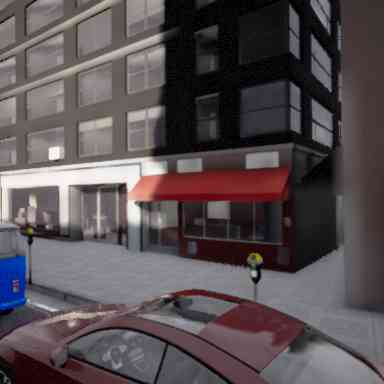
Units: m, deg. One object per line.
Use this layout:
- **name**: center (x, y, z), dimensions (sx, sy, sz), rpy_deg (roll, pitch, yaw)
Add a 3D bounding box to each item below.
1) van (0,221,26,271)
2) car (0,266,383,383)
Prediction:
- **van**: center (-4.797, 1.364, 6.285), dimensions (3.998, 1.788, 1.690), rpy_deg (0, -1, 36)
- **car**: center (-0.181, 1.587, 2.985), dimensions (4.206, 1.307, 1.802), rpy_deg (0, -1, 36)
